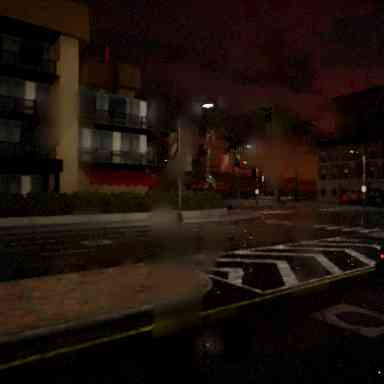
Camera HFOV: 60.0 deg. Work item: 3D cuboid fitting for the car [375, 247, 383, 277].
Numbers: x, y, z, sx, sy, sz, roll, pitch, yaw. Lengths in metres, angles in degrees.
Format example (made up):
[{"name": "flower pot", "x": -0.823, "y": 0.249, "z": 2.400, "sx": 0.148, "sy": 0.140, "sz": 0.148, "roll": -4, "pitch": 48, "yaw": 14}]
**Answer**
[{"name": "car", "x": 6.895, "y": 1.582, "z": 8.695, "sx": 5.357, "sy": 1.411, "sz": 2.033, "roll": 0, "pitch": 0, "yaw": -35}]
